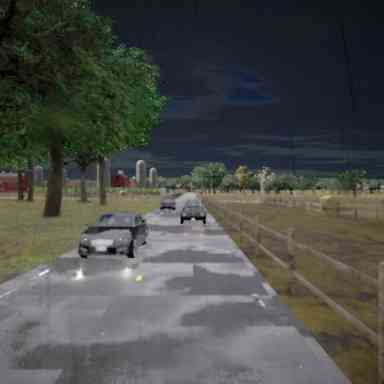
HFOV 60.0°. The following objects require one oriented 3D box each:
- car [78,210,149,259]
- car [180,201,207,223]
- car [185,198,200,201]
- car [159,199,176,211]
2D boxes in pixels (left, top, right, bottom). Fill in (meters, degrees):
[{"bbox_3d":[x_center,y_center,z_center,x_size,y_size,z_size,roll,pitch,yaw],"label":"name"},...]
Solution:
[{"bbox_3d":[-2.811,1.489,12.768,2.128,1.511,4.902,0,0,0],"label":"car"},{"bbox_3d":[0.093,1.593,25.097,1.895,1.301,4.718,0,0,0],"label":"car"},{"bbox_3d":[0.087,1.535,44.156,1.994,1.385,4.181,0,0,0],"label":"car"},{"bbox_3d":[-2.852,1.525,40.277,2.033,1.411,5.357,0,0,0],"label":"car"}]
